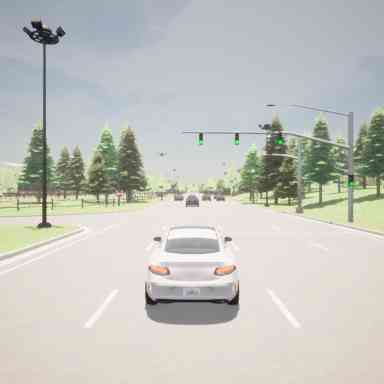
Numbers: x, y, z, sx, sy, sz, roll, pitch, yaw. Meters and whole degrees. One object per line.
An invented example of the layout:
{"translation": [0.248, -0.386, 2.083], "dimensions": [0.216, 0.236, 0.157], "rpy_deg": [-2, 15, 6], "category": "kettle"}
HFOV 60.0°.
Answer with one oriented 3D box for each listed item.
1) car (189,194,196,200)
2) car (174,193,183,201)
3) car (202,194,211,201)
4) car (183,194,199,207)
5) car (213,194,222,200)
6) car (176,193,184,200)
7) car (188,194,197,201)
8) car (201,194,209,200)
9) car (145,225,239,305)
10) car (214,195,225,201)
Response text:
{"translation": [0.121, 1.332, 92.892], "dimensions": [1.837, 1.490, 4.892], "rpy_deg": [0, 0, 0], "category": "car"}
{"translation": [-3.392, 1.544, 82.860], "dimensions": [1.994, 1.385, 4.181], "rpy_deg": [0, 0, 0], "category": "car"}
{"translation": [3.608, 1.348, 82.854], "dimensions": [2.097, 1.767, 4.553], "rpy_deg": [0, 0, 0], "category": "car"}
{"translation": [0.068, 1.352, 51.829], "dimensions": [2.097, 1.767, 4.553], "rpy_deg": [0, 0, 0], "category": "car"}
{"translation": [7.121, 1.385, 92.883], "dimensions": [1.994, 1.385, 4.181], "rpy_deg": [0, 0, 0], "category": "car"}
{"translation": [-3.379, 1.187, 92.866], "dimensions": [2.097, 1.767, 4.553], "rpy_deg": [0, 0, 0], "category": "car"}
{"translation": [0.108, 1.348, 82.858], "dimensions": [2.097, 1.767, 4.553], "rpy_deg": [0, 0, 0], "category": "car"}
{"translation": [3.621, 1.372, 92.887], "dimensions": [2.033, 1.411, 5.357], "rpy_deg": [0, 0, 0], "category": "car"}
{"translation": [0.017, 1.526, 7.956], "dimensions": [1.812, 1.442, 4.674], "rpy_deg": [0, 0, 0], "category": "car"}
{"translation": [7.108, 1.517, 82.463], "dimensions": [2.128, 1.511, 4.902], "rpy_deg": [0, 0, 0], "category": "car"}
